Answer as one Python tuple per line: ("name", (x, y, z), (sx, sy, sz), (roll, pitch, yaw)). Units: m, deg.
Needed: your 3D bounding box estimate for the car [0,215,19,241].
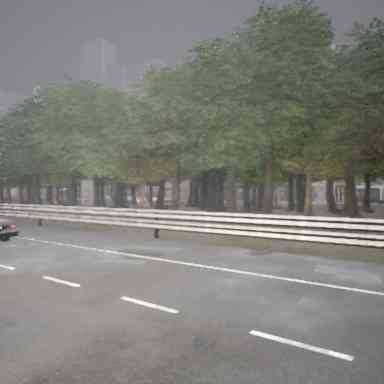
("car", (-10.107, 1.552, 15.376), (5.357, 1.411, 2.033), (0, 0, 36))
